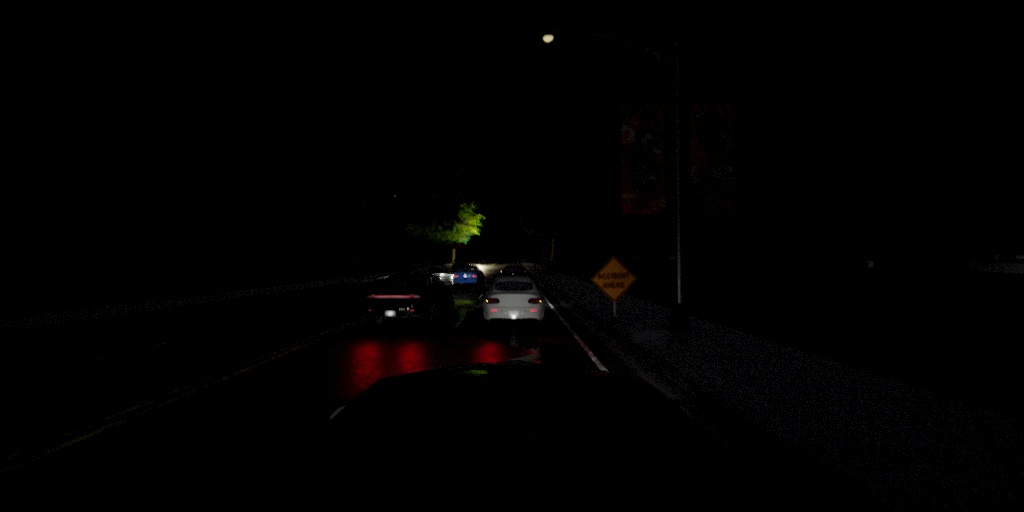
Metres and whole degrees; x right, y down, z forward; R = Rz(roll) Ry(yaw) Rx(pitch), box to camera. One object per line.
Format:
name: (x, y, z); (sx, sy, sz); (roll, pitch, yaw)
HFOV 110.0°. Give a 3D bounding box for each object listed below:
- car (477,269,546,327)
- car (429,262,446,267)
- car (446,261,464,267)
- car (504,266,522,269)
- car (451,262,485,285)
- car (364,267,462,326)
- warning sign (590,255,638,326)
car: (0.061, 1.337, 11.692); (1.812, 1.442, 4.674); (0, 0, 0)
car: (-9.798, 1.471, 47.697); (1.812, 1.442, 4.674); (0, 0, 0)
car: (-6.557, 1.436, 45.497); (2.128, 1.511, 4.902); (0, 0, 0)
car: (0.083, 1.441, 26.957); (2.033, 1.411, 5.357); (0, 0, 0)
car: (-3.168, 1.440, 26.967); (2.033, 1.411, 5.357); (0, 0, 0)
car: (-3.185, 1.305, 11.860); (2.128, 1.511, 4.902); (0, 0, 0)
warning sign: (2.855, 0.918, 9.969); (1.300, 1.860, 1.060); (0, 0, 0)
